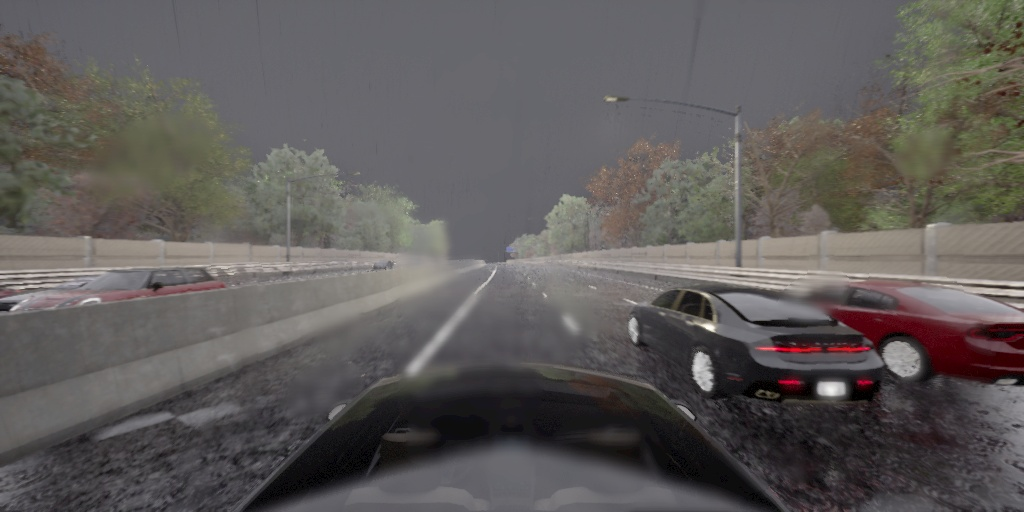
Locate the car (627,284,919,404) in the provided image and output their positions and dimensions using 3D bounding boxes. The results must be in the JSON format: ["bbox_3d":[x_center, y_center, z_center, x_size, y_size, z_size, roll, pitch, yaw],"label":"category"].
[{"bbox_3d":[3.593,1.252,6.450,1.837,1.490,4.892,0,0,0],"label":"car"}]

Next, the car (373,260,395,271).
[{"bbox_3d":[-18.171,1.323,51.058,1.837,1.490,4.892,0,0,-1],"label":"car"}]

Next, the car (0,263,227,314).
[{"bbox_3d":[-10.612,1.120,10.200,2.097,1.767,4.553,0,0,0],"label":"car"}]

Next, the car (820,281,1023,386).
[{"bbox_3d":[7.092,1.220,7.105,1.882,1.535,5.008,0,0,0],"label":"car"}]

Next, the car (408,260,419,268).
[{"bbox_3d":[-14.799,1.348,56.068,1.837,1.490,4.892,0,0,-1],"label":"car"}]

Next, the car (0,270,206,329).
[{"bbox_3d":[-14.121,1.322,12.698,2.033,1.411,5.357,0,0,0],"label":"car"}]

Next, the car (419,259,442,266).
[{"bbox_3d":[-11.165,1.158,50.631,2.097,1.767,4.553,0,0,-1],"label":"car"}]

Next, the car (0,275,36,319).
[{"bbox_3d":[-17.611,1.343,10.429,1.994,1.385,4.181,0,0,0],"label":"car"}]
